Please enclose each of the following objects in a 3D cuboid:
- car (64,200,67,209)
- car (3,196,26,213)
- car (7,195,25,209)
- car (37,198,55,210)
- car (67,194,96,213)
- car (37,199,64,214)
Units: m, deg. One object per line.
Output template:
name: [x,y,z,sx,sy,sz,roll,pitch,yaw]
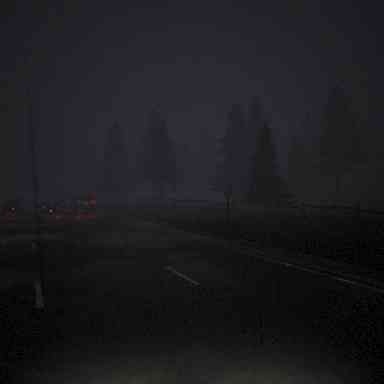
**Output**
car: [-16.575,1.526,46.114,1.812,1.442,4.674,0,0,-26]
car: [-20.072,1.505,37.514,1.837,1.490,4.892,0,0,-26]
car: [-24.640,1.352,46.793,2.097,1.767,4.553,0,0,-26]
car: [-19.031,1.564,43.322,1.994,1.385,4.181,0,0,-27]
car: [-12.312,1.221,37.457,2.150,2.045,5.566,0,0,-26]
car: [-15.166,1.601,35.471,1.895,1.301,4.718,0,0,-26]
